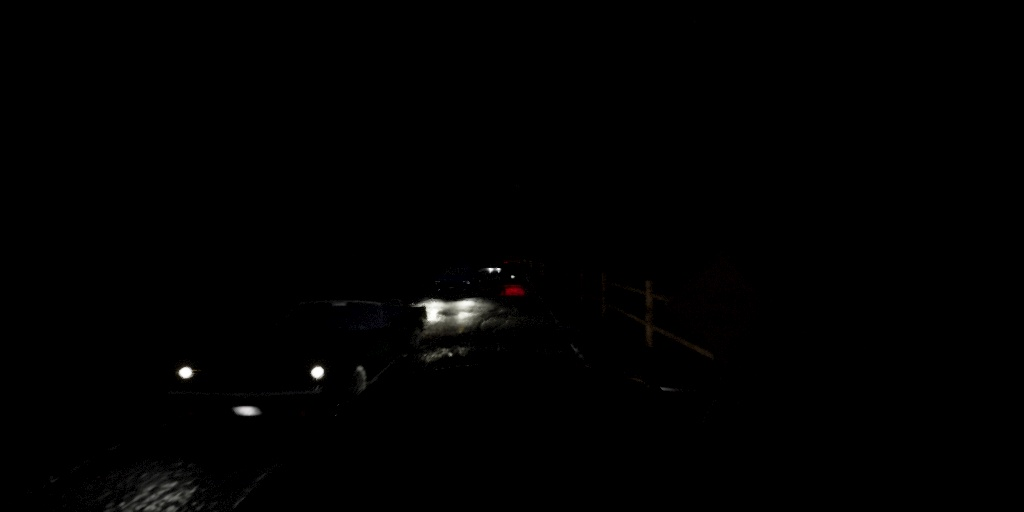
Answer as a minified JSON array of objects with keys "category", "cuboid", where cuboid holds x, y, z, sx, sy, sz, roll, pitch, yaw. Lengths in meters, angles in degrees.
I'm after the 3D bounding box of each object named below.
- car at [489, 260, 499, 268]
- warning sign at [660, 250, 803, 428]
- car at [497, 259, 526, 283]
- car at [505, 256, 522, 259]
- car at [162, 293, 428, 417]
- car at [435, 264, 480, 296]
[{"category":"car","cuboid":[-2.918,1.391,62.042,1.895,1.301,4.718,0,0,1]},{"category":"warning sign","cuboid":[2.449,0.860,4.274,1.300,1.860,1.060,0,0,0]},{"category":"car","cuboid":[0.042,1.256,28.338,1.837,1.490,4.892,0,0,0]},{"category":"car","cuboid":[0.013,0.988,48.313,2.150,2.045,5.566,0,0,0]},{"category":"car","cuboid":[-2.859,1.356,6.067,1.895,1.301,4.718,0,0,0]},{"category":"car","cuboid":[-2.870,1.232,19.521,1.882,1.535,5.008,0,0,0]}]
